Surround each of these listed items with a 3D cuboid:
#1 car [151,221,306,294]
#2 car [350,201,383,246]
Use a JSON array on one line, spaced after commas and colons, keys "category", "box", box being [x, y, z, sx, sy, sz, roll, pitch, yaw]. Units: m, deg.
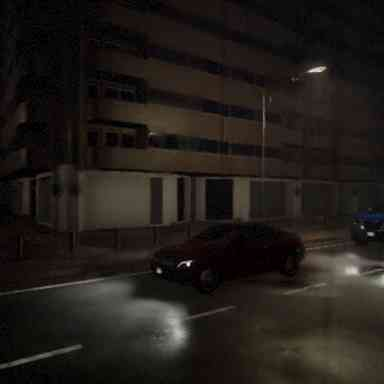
[{"category": "car", "box": [1.157, 1.561, 9.025, 4.674, 1.442, 1.812, 0, 0, -35]}, {"category": "car", "box": [9.330, 1.321, 14.632, 5.566, 2.045, 2.150, 0, 0, -34]}]
